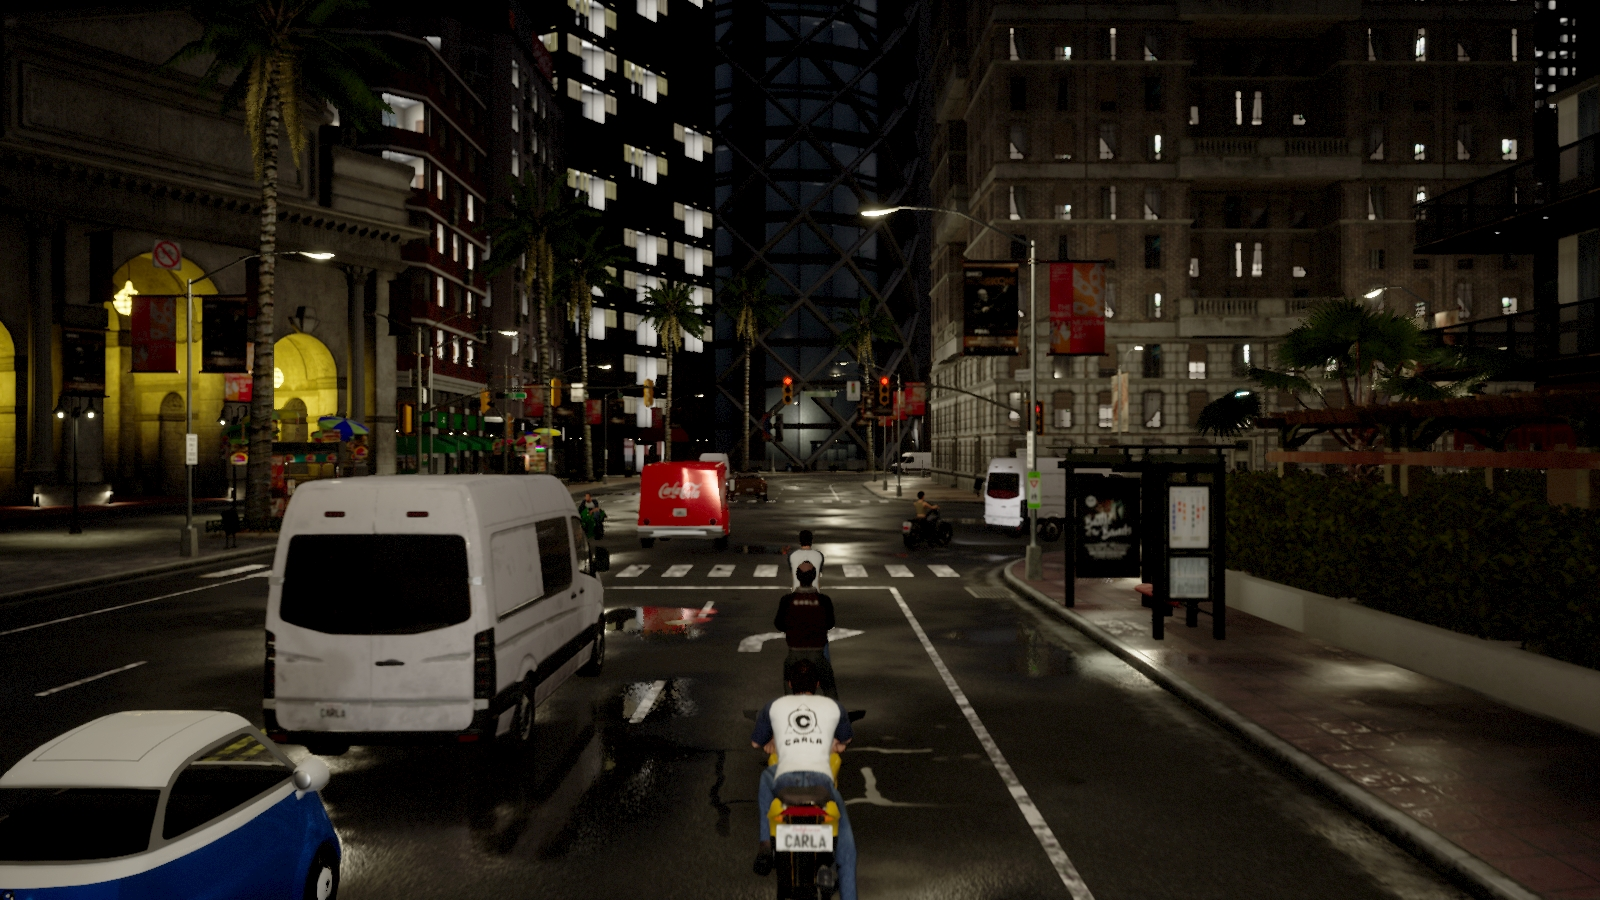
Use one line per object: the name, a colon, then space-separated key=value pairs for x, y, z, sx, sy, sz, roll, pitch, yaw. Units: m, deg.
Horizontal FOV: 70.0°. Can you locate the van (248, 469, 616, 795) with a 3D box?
van: x=-3.487 y=1.534 z=12.289 sx=1.988 sy=2.561 sz=5.915 roll=0 pitch=0 yaw=1

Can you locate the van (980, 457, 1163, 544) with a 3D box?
van: x=8.736 y=1.534 z=36.590 sx=5.915 sy=2.561 sz=1.988 roll=0 pitch=0 yaw=-29

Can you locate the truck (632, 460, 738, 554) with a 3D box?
truck: x=-3.301 y=1.579 z=34.033 sx=2.627 sy=2.467 sz=5.204 roll=0 pitch=1 yaw=0

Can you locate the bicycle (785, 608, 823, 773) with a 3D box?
bicycle: x=0.042 y=2.210 z=10.807 sx=0.329 sy=1.171 sz=1.835 roll=0 pitch=0 yaw=0

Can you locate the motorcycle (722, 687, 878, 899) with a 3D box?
motorcycle: x=0.005 y=2.213 z=6.891 sx=0.803 sy=1.145 sz=2.033 roll=0 pitch=0 yaw=0

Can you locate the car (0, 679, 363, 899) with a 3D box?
car: x=-3.467 y=2.120 z=6.006 sx=1.481 sy=1.376 sz=2.207 roll=0 pitch=0 yaw=0

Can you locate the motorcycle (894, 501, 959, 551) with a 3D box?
motorcycle: x=3.664 y=2.170 z=32.938 sx=0.764 sy=1.277 sz=2.356 roll=0 pitch=0 yaw=37

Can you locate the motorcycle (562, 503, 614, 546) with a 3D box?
motorcycle: x=-6.351 y=2.212 z=34.328 sx=0.803 sy=1.145 sz=2.033 roll=0 pitch=0 yaw=13
